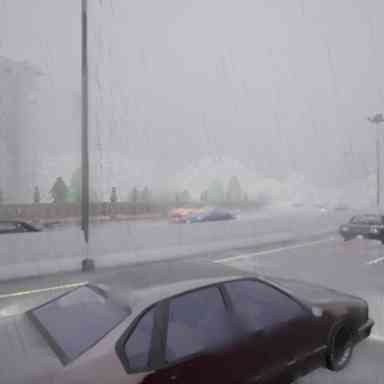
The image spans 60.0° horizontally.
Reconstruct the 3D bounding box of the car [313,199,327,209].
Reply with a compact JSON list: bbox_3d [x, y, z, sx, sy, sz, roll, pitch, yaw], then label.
[{"bbox_3d":[22.127,2.203,58.120,1.812,1.442,4.674,0,-1,19],"label":"car"}]

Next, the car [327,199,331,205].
[{"bbox_3d":[33.229,2.484,82.711,1.812,1.442,4.674,0,-1,17],"label":"car"}]

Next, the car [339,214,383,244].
[{"bbox_3d":[9.201,1.777,16.736,1.895,1.301,4.718,0,-1,44],"label":"car"}]

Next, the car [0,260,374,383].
[{"bbox_3d":[0.062,1.581,3.943,5.357,1.411,2.033,1,-1,-37],"label":"car"}]

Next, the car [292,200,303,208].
[{"bbox_3d":[20.167,2.274,63.401,1.812,1.442,4.674,0,-1,17],"label":"car"}]

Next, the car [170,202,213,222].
[{"bbox_3d":[0.254,1.619,27.961,2.097,1.767,4.553,0,-1,42],"label":"car"}]

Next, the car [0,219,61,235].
[{"bbox_3d":[-7.134,1.677,11.925,4.718,1.301,1.895,1,-1,-37],"label":"car"}]

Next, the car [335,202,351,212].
[{"bbox_3d":[20.457,2.056,44.971,2.033,1.411,5.357,0,-1,27],"label":"car"}]

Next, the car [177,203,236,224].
[{"bbox_3d":[1.379,1.754,24.069,1.812,1.442,4.674,0,-1,44],"label":"car"}]
